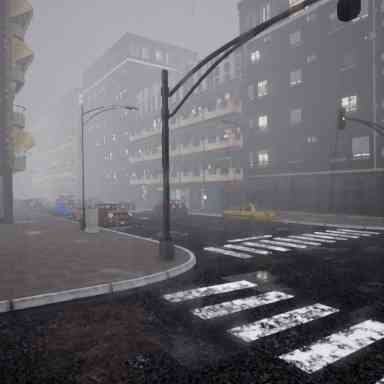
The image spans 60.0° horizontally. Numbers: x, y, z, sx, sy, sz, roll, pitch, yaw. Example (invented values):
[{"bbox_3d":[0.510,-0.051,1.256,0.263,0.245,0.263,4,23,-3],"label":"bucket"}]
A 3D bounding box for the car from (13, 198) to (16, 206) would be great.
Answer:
[{"bbox_3d":[-31.601,1.782,59.955,1.887,1.381,4.507,-1,1,-36],"label":"car"}]

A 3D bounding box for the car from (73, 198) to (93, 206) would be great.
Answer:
[{"bbox_3d":[-18.343,1.643,55.835,1.947,1.339,4.313,-1,1,-36],"label":"car"}]

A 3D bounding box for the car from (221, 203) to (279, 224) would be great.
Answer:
[{"bbox_3d":[4.113,1.498,24.477,1.752,1.417,4.829,-1,1,-36],"label":"car"}]

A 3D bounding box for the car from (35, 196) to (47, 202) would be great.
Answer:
[{"bbox_3d":[-37.677,1.728,82.832,1.887,1.381,4.507,-1,1,-36],"label":"car"}]

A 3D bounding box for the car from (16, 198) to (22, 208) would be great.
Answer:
[{"bbox_3d":[-25.156,1.769,50.956,1.947,1.339,4.313,-1,1,-36],"label":"car"}]

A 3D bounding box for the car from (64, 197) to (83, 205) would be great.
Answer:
[{"bbox_3d":[-21.566,1.645,60.334,2.008,1.369,4.403,-1,1,-36],"label":"car"}]

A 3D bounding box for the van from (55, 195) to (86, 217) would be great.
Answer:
[{"bbox_3d":[-12.270,1.483,32.957,1.690,1.788,3.998,-1,1,-36],"label":"van"}]

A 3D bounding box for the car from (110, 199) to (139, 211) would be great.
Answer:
[{"bbox_3d":[-8.676,1.581,42.336,2.008,1.369,4.403,-1,1,-36],"label":"car"}]

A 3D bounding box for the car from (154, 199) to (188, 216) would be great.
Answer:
[{"bbox_3d":[-2.233,1.441,33.336,1.967,1.590,4.097,-1,1,-36],"label":"car"}]

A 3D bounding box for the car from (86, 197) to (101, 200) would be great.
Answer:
[{"bbox_3d":[-15.123,1.502,51.334,1.967,1.590,4.097,-1,1,-36],"label":"car"}]

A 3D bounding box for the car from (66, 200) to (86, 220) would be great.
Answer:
[{"bbox_3d":[-8.946,1.652,28.321,1.752,1.417,4.829,-1,1,-36],"label":"car"}]

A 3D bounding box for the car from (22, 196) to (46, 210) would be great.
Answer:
[{"bbox_3d":[-21.936,1.628,46.456,1.967,1.590,4.097,-1,1,-36],"label":"car"}]

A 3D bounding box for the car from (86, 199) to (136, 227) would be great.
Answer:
[{"bbox_3d":[-5.824,1.553,23.960,1.967,1.590,4.097,-1,1,-36],"label":"car"}]
